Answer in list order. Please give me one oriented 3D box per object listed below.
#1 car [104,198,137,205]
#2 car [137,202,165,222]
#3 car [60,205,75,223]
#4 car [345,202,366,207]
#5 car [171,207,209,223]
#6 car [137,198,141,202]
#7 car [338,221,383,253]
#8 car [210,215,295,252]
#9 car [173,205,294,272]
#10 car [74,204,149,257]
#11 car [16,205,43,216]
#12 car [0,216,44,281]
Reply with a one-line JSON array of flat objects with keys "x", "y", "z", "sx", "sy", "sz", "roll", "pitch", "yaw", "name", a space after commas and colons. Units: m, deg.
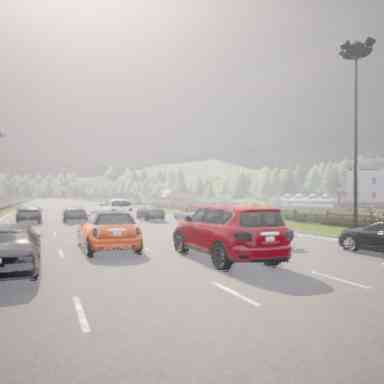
[{"x": -6.948, "y": 1.682, "z": 30.101, "sx": 2.150, "sy": 2.045, "sz": 5.566, "roll": 1, "pitch": -1, "yaw": -24, "name": "car"}, {"x": -4.109, "y": 2.033, "z": 32.301, "sx": 2.128, "sy": 1.511, "sz": 4.902, "roll": 1, "pitch": -1, "yaw": -24, "name": "car"}, {"x": -10.498, "y": 1.889, "z": 29.443, "sx": 2.128, "sy": 1.511, "sz": 4.902, "roll": 1, "pitch": -1, "yaw": -24, "name": "car"}, {"x": 38.384, "y": 3.202, "z": 78.015, "sx": 1.932, "sy": 1.855, "sz": 4.605, "roll": 1, "pitch": -1, "yaw": -24, "name": "car"}, {"x": -0.268, "y": 2.198, "z": 32.290, "sx": 1.895, "sy": 1.301, "sz": 4.718, "roll": 1, "pitch": -1, "yaw": -24, "name": "car"}, {"x": -15.381, "y": 2.602, "z": 87.283, "sx": 3.866, "sy": 1.878, "sz": 1.905, "roll": 1, "pitch": -1, "yaw": -24, "name": "car"}, {"x": 8.233, "y": 1.879, "z": 13.416, "sx": 1.837, "sy": 1.490, "sz": 4.892, "roll": 1, "pitch": -1, "yaw": -24, "name": "car"}, {"x": 2.857, "y": 1.959, "z": 16.848, "sx": 1.895, "sy": 1.301, "sz": 4.718, "roll": 1, "pitch": -1, "yaw": -24, "name": "car"}, {"x": 1.166, "y": 1.471, "z": 12.091, "sx": 2.150, "sy": 2.045, "sz": 5.566, "roll": 1, "pitch": -1, "yaw": -24, "name": "car"}, {"x": -3.643, "y": 1.569, "z": 14.248, "sx": 2.097, "sy": 1.767, "sz": 4.553, "roll": 1, "pitch": -1, "yaw": -24, "name": "car"}, {"x": -13.684, "y": 1.817, "z": 27.998, "sx": 2.128, "sy": 1.511, "sz": 4.902, "roll": 1, "pitch": -1, "yaw": -24, "name": "car"}, {"x": -5.510, "y": 1.657, "z": 9.865, "sx": 2.033, "sy": 1.411, "sz": 5.357, "roll": 1, "pitch": -1, "yaw": -24, "name": "car"}]
